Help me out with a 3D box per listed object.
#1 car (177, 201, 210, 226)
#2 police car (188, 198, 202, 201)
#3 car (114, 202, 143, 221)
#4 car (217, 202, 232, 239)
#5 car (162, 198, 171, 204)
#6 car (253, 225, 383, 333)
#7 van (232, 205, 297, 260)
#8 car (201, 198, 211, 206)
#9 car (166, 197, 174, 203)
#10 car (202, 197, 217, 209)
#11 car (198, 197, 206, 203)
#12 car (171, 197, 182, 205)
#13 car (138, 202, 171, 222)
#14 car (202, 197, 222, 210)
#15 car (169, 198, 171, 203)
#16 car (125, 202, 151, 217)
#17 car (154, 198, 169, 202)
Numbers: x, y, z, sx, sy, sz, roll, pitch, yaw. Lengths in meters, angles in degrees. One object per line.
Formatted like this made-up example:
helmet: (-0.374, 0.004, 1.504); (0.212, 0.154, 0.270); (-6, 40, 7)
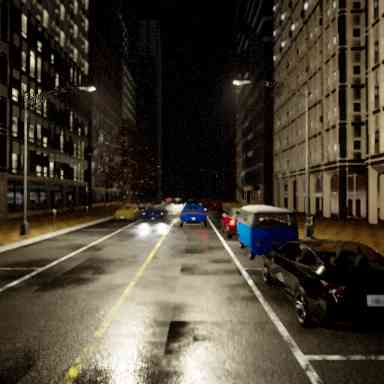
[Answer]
car: (0.100, 1.662, 24.840); (1.882, 1.535, 5.008); (0, 0, 0)
police car: (0.098, 1.727, 41.867); (1.930, 1.638, 5.238); (0, -1, 0)
car: (-5.690, 1.742, 29.491); (1.752, 1.417, 4.829); (0, 0, 0)
car: (2.692, 1.578, 18.268); (1.967, 1.590, 4.097); (0, 0, 0)
car: (-5.693, 2.099, 75.198); (1.802, 1.307, 4.206); (0, 0, 0)
car: (2.692, 1.620, 6.882); (1.947, 1.339, 4.313); (0, 0, 0)
van: (2.692, 1.437, 12.578); (1.690, 1.788, 3.998); (0, 0, 0)
car: (2.688, 1.973, 63.973); (1.752, 1.417, 4.829); (0, 0, 0)
car: (-5.695, 2.137, 86.584); (2.008, 1.369, 4.403); (0, 0, 0)
car: (2.690, 1.688, 52.422); (2.192, 1.841, 5.009); (0, 0, 0)
car: (2.685, 2.187, 92.264); (1.947, 1.339, 4.313); (0, 0, 0)
car: (-3.006, 2.003, 69.734); (2.128, 1.511, 4.902); (0, 0, 0)
car: (-3.103, 1.811, 28.587); (1.895, 1.301, 4.718); (0, 0, 0)
car: (2.691, 1.611, 41.037); (2.192, 1.841, 5.009); (0, 0, 0)
car: (-5.693, 2.012, 63.816); (1.947, 1.339, 4.313); (0, 0, 0)
car: (-5.691, 1.807, 35.354); (2.008, 1.369, 4.403); (0, 0, 0)
car: (-5.692, 1.960, 58.123); (2.008, 1.369, 4.403); (0, 0, 0)
